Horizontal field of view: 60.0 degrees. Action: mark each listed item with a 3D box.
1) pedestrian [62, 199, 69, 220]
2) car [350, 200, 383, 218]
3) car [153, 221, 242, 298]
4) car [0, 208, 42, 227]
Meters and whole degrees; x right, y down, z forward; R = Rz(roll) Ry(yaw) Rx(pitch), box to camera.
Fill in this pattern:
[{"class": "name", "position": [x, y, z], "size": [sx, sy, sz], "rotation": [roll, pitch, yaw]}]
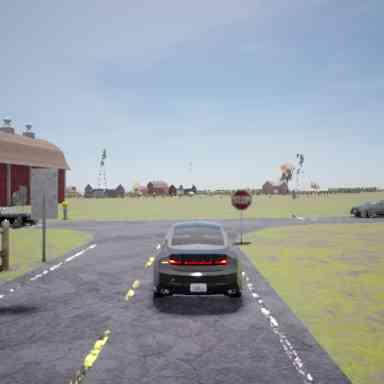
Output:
[{"class": "pedestrian", "position": [-11.139, 1.485, 29.265], "size": [0.375, 1.860, 0.375], "rotation": [0, 0, 4]}, {"class": "car", "position": [14.818, 1.303, 26.310], "size": [4.181, 1.385, 1.994], "rotation": [-1, 0, -3]}, {"class": "car", "position": [0.118, 1.504, 8.520], "size": [1.837, 1.490, 4.892], "rotation": [0, 0, 0]}, {"class": "car", "position": [-13.130, 1.779, 23.449], "size": [4.718, 1.301, 1.895], "rotation": [-1, -1, 6]}]
